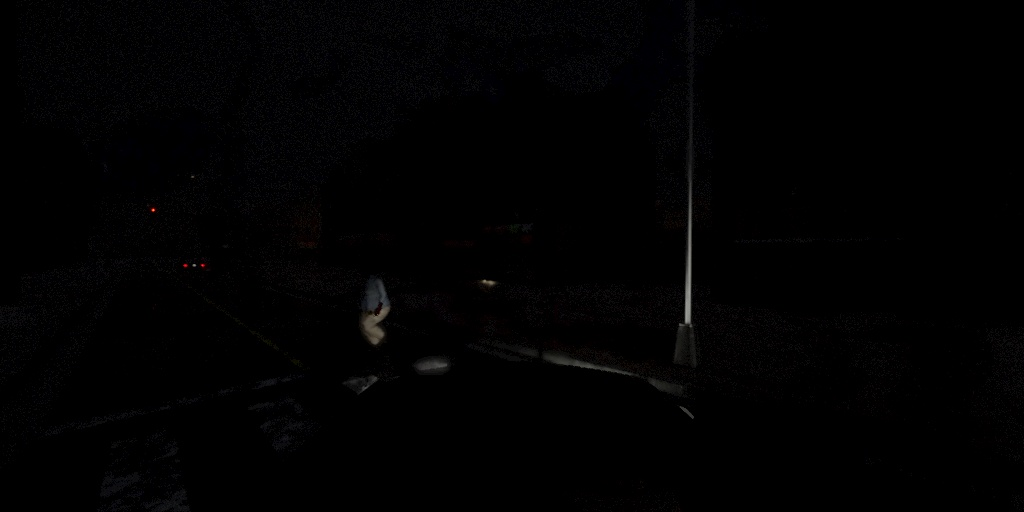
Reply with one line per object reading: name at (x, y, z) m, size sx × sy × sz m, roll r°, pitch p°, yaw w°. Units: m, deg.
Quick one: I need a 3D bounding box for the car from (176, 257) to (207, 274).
car at (-29.346, 0.836, 32.823) m, size 5.357 × 1.411 × 2.033 m, roll 1°, pitch 1°, yaw 44°

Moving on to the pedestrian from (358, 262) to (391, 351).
pedestrian at (-2.730, 0.965, 7.123) m, size 0.375 × 1.860 × 0.375 m, roll 1°, pitch 1°, yaw 44°
